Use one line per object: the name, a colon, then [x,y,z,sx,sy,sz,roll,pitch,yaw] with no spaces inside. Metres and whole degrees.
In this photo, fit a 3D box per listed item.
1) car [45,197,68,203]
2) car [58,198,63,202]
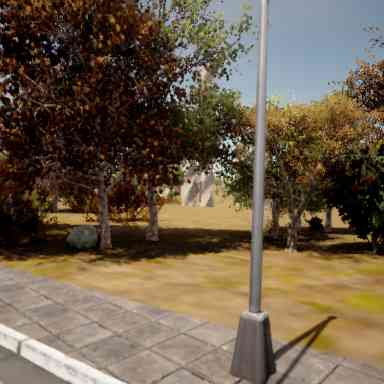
car: [-35.898,2.126,88.191,5.008,1.535,2.097,2,-3,4]
car: [-36.106,1.969,85.448,4.892,1.521,2.231,2,-3,4]
